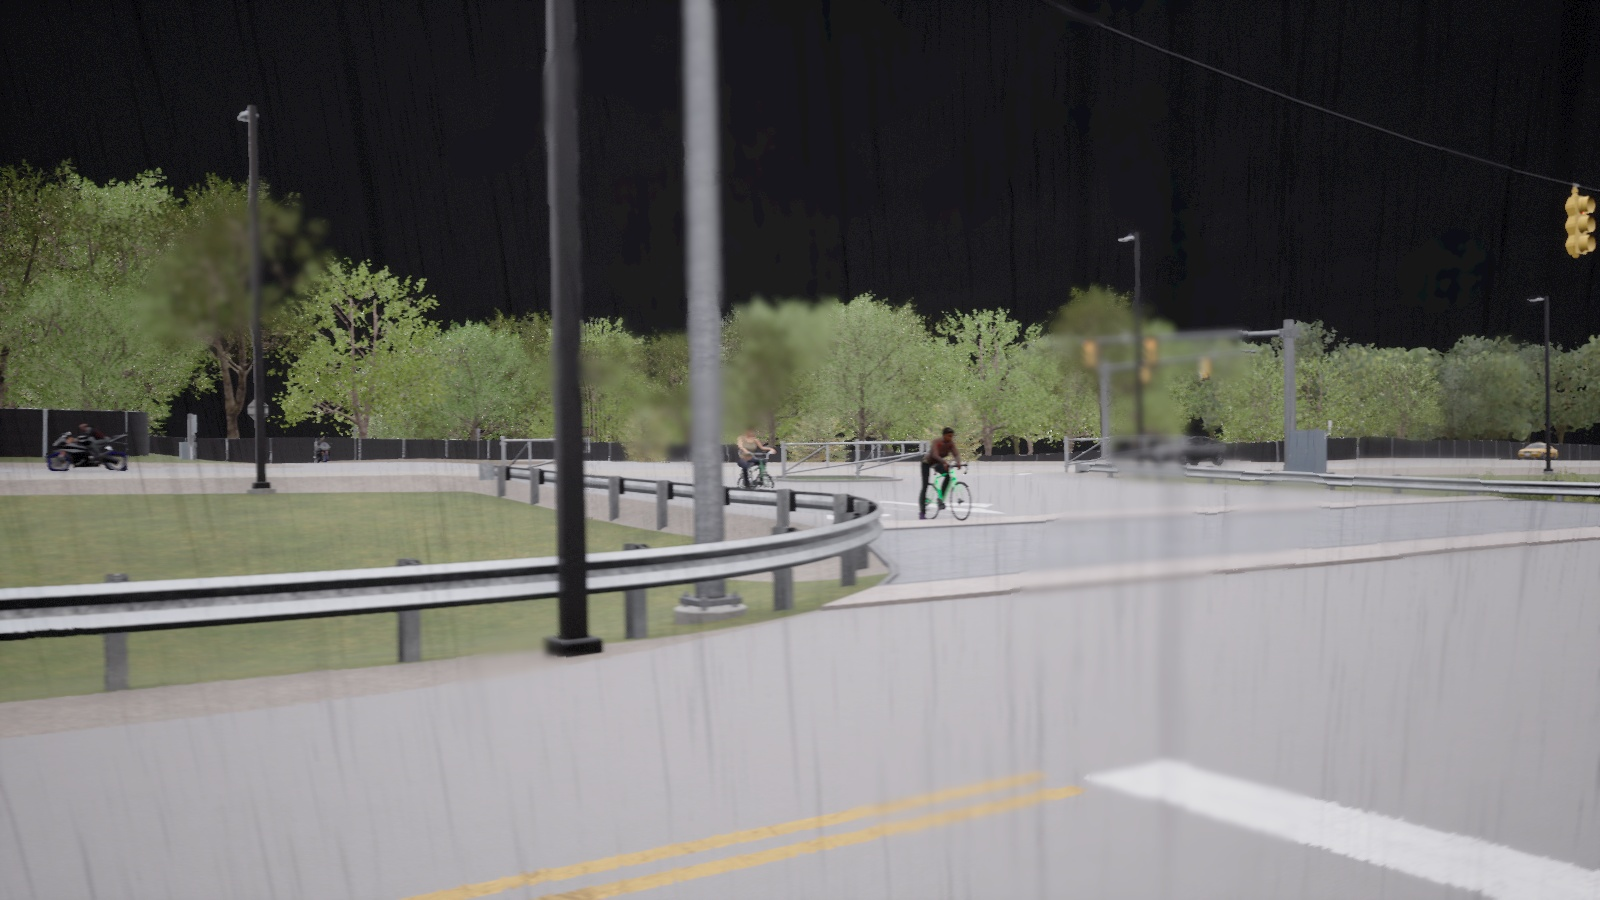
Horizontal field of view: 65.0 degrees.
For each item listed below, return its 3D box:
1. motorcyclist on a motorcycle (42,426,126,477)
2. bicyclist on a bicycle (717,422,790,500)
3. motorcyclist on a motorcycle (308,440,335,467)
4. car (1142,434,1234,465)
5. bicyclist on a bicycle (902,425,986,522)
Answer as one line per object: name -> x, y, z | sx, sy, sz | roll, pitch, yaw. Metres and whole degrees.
motorcyclist on a motorcycle -> -22.178, 0.048, 38.899 | 2.191, 1.530, 0.866 | 0, 0, -33
bicyclist on a bicycle -> -1.017, 0.263, 27.201 | 0.866, 1.612, 1.509 | 0, -3, -33
motorcyclist on a motorcycle -> -27.407, 0.200, 71.899 | 0.866, 1.530, 2.191 | -1, 0, -35
car -> 19.467, -0.017, 62.957 | 4.514, 1.525, 2.007 | 0, 0, -34
bicyclist on a bicycle -> 2.471, 0.426, 21.726 | 0.582, 1.620, 1.656 | 0, -3, -27
